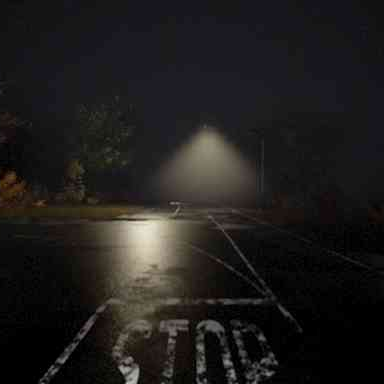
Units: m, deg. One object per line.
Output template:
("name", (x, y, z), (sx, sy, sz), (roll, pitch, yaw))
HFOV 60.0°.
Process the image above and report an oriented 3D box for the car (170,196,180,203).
("car", (-3.726, 1.646, 74.565), (1.994, 1.385, 4.181), (0, 0, 3))
